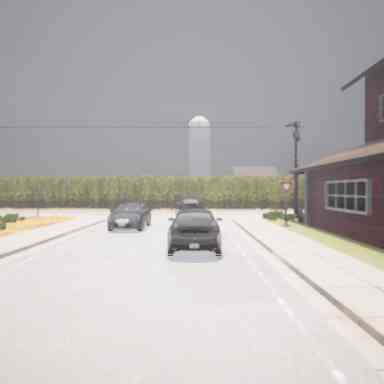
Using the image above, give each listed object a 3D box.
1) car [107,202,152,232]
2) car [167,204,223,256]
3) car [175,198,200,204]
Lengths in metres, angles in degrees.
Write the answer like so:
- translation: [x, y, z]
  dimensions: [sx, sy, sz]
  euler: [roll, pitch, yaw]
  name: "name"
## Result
- translation: [-3.437, 1.345, 18.899]
  dimensions: [2.128, 1.511, 4.902]
  euler: [0, 0, 1]
  name: "car"
- translation: [0.117, 1.406, 12.709]
  dimensions: [1.837, 1.490, 4.892]
  euler: [0, 0, 1]
  name: "car"
- translation: [-0.339, 1.270, 27.950]
  dimensions: [1.882, 1.535, 5.008]
  euler: [0, 0, -9]
  name: "car"
